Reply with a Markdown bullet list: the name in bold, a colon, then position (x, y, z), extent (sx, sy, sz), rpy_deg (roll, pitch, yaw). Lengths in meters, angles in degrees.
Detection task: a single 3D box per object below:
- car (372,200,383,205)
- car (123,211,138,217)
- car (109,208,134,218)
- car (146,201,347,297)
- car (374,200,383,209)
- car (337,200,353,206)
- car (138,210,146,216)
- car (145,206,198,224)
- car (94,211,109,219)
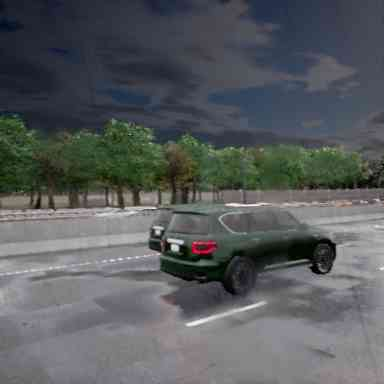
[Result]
- **car**: position (29.311, 2.116, 51.283), extent (4.902, 1.511, 2.128), rpy_deg (0, -1, -35)
- **car**: position (-2.209, 2.151, 24.062), extent (4.718, 1.301, 1.895), rpy_deg (0, -1, -36)
- **car**: position (-3.681, 2.188, 27.322), extent (5.357, 1.411, 2.033), rpy_deg (0, -1, -36)
- **car**: position (1.765, 1.401, 9.376), extent (5.566, 2.045, 2.150), rpy_deg (0, -2, -36)
- **car**: position (34.965, 2.207, 59.613), extent (4.902, 1.511, 2.128), rpy_deg (0, -1, -36)
- **car**: position (25.583, 2.157, 57.208), extent (4.553, 1.767, 2.097), rpy_deg (0, -1, -35)
- **car**: position (0.985, 1.493, 13.147), extent (5.566, 2.045, 2.150), rpy_deg (0, -2, -36)
- **car**: position (-1.990, 2.209, 32.902), extent (5.008, 1.535, 1.882), rpy_deg (0, -1, -36)
- **car**: position (-7.443, 2.349, 33.240), extent (4.674, 1.442, 1.812), rpy_deg (0, -1, -36)
